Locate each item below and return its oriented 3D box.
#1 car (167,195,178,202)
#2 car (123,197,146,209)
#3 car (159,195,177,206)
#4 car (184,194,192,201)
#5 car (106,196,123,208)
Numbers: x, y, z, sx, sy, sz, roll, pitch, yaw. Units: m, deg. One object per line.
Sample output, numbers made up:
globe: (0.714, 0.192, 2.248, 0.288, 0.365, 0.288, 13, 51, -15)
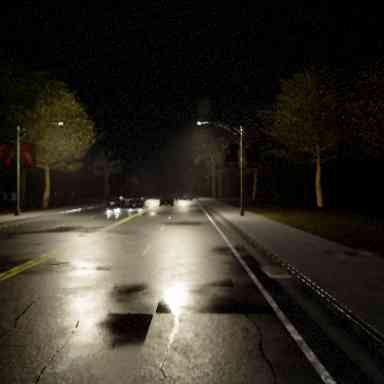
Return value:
car: (-3.867, 1.304, 66.187, 1.895, 1.301, 4.718, 0, 0, -1)
car: (-6.958, 1.343, 42.406, 2.033, 1.411, 5.357, 0, 0, -1)
car: (-3.586, 1.249, 47.863, 1.882, 1.535, 5.008, 0, 0, -1)
car: (-0.849, 1.199, 73.727, 1.812, 1.442, 4.674, 0, 0, -1)
car: (-10.233, 1.277, 44.886, 2.128, 1.511, 4.902, 0, 0, -1)
